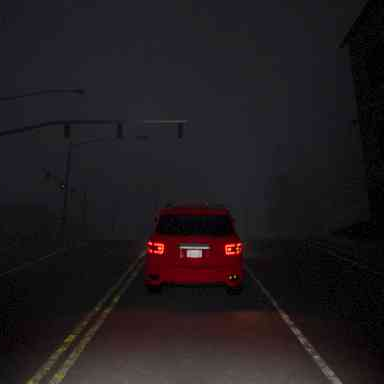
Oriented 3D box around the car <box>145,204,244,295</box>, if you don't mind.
[{"bbox_3d":[0.079,1.347,9.242,2.150,2.045,5.566,1,-1,1],"label":"car"}]
